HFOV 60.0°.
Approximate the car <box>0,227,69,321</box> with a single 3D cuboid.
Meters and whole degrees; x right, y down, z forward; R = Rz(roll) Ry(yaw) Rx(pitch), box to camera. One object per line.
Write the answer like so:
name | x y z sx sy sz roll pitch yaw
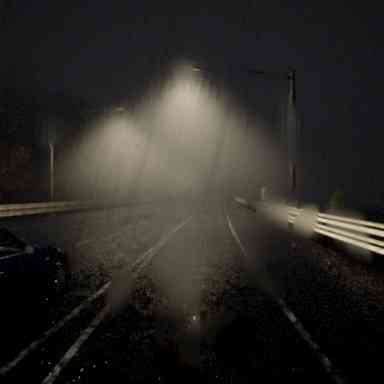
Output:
car | -4.020 1.376 5.918 2.097 1.767 4.553 0 0 5
